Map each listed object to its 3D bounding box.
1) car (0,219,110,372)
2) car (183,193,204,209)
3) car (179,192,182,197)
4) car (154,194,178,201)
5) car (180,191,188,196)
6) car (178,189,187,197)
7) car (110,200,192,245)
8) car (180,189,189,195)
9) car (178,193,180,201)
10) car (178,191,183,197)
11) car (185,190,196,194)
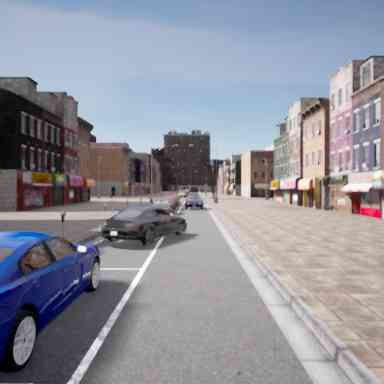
[{"bbox_3d":[-2.990,1.391,5.545,1.882,1.535,5.008,0,1,0],"label":"car"},{"bbox_3d":[0.246,1.107,35.227,1.895,1.301,4.718,0,1,0],"label":"car"},{"bbox_3d":[-2.456,1.005,38.783,1.887,1.381,4.507,0,1,0],"label":"car"},{"bbox_3d":[-2.506,1.153,27.796,2.008,1.369,4.403,0,1,0],"label":"car"},{"bbox_3d":[-2.212,0.406,92.562,2.008,1.369,4.403,0,1,0],"label":"car"},{"bbox_3d":[-2.261,0.283,81.672,2.192,1.841,5.009,0,1,0],"label":"car"},{"bbox_3d":[-1.903,1.312,14.309,1.812,1.442,4.674,0,1,25],"label":"car"},{"bbox_3d":[-2.287,0.553,76.061,1.752,1.417,4.829,0,1,0],"label":"car"},{"bbox_3d":[-2.481,1.075,33.289,1.887,1.381,4.507,0,1,0],"label":"car"},{"bbox_3d":[-2.432,0.920,44.106,1.752,1.417,4.829,0,1,0],"label":"car"},{"bbox_3d":[0.290,0.829,49.939,1.837,1.490,4.892,0,1,2],"label":"car"}]
